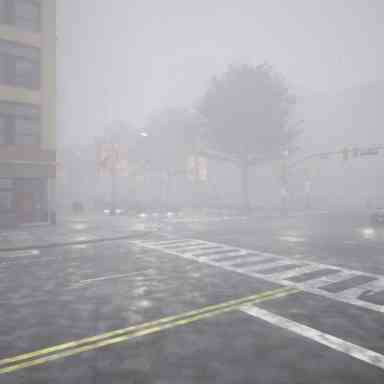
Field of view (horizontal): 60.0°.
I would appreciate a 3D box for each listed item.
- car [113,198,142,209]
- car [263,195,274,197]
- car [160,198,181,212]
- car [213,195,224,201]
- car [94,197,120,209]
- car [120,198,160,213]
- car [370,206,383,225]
[{"bbox_3d":[-9.260,1.547,47.490,2.033,1.411,5.357,0,0,-35],"label":"car"},{"bbox_3d":[16.184,1.320,72.064,2.002,1.452,4.674,0,0,-36],"label":"car"},{"bbox_3d":[-3.207,1.505,39.050,1.837,1.490,4.892,0,0,-36],"label":"car"},{"bbox_3d":[5.696,1.413,79.530,2.161,1.482,4.786,0,0,-36],"label":"car"},{"bbox_3d":[-11.694,1.478,44.871,1.882,1.535,5.008,0,0,-35],"label":"car"},{"bbox_3d":[-5.862,1.505,36.747,1.837,1.490,4.892,0,0,-36],"label":"car"},{"bbox_3d":[14.075,1.477,22.678,5.008,1.535,1.882,0,0,-36],"label":"car"}]
